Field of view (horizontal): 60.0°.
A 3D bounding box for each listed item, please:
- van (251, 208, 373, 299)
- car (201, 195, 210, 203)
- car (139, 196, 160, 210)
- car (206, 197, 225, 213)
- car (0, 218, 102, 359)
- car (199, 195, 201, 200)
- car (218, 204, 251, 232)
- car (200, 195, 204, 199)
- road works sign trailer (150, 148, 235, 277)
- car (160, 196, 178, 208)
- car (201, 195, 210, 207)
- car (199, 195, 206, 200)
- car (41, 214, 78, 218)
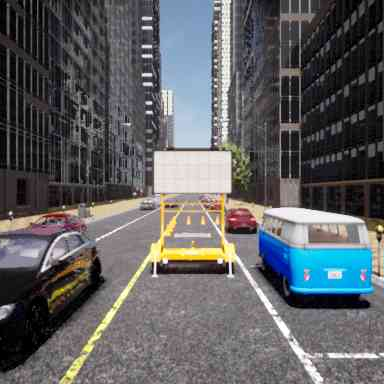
[{"bbox_3d":[2.708,1.340,8.147,1.690,1.788,3.998,0,0,0],"label":"van"},{"bbox_3d":[2.842,1.391,70.763,1.967,1.590,4.097,0,0,0],"label":"car"},{"bbox_3d":[-5.600,1.542,42.323,2.008,1.369,4.403,0,0,0],"label":"car"},{"bbox_3d":[2.769,1.576,36.609,1.802,1.307,4.206,0,0,0],"label":"car"},{"bbox_3d":[-3.087,1.490,6.167,2.128,1.511,4.902,0,0,0],"label":"car"},{"bbox_3d":[2.830,1.401,65.071,1.967,1.590,4.097,0,0,0],"label":"car"},{"bbox_3d":[2.732,1.579,19.531,1.802,1.307,4.206,0,0,0],"label":"car"},{"bbox_3d":[2.805,1.530,53.686,2.008,1.369,4.403,0,0,0],"label":"car"},{"bbox_3d":[0.022,0.463,10.172,2.380,3.560,2.880,0,0,0],"label":"road works sign trailer"},{"bbox_3d":[-2.996,1.534,47.869,2.033,1.411,5.357,0,0,0],"label":"car"},{"bbox_3d":[2.793,1.537,47.994,2.008,1.369,4.403,0,0,0],"label":"car"},{"bbox_3d":[2.891,1.449,93.534,1.887,1.381,4.507,0,0,0],"label":"car"},{"bbox_3d":[-5.661,1.580,13.860,1.802,1.307,4.206,0,0,0],"label":"car"}]
